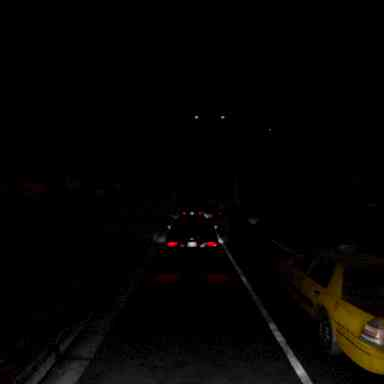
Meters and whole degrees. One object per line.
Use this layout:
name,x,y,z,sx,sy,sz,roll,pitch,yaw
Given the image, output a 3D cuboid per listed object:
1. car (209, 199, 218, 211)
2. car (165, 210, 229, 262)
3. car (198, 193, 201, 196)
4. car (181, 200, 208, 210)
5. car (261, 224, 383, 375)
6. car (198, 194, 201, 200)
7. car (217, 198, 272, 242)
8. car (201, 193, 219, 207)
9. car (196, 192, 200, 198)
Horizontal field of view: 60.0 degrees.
car,2.769,1.637,29.487,1.812,1.442,4.674,0,0,0
car,0.018,1.636,12.549,2.033,1.411,5.357,0,0,0
car,2.704,1.499,66.857,1.947,1.339,4.313,2,0,0
car,0.027,1.661,27.509,2.033,1.411,5.357,0,0,0
car,2.657,1.576,5.887,1.752,1.417,4.829,1,0,0
car,2.701,1.542,61.301,1.947,1.339,4.313,2,0,0
car,2.672,1.420,16.838,2.192,1.841,5.009,1,0,0
car,2.695,1.387,44.631,2.192,1.841,5.009,2,0,0
car,2.719,1.161,77.963,2.192,1.841,5.009,2,0,0
